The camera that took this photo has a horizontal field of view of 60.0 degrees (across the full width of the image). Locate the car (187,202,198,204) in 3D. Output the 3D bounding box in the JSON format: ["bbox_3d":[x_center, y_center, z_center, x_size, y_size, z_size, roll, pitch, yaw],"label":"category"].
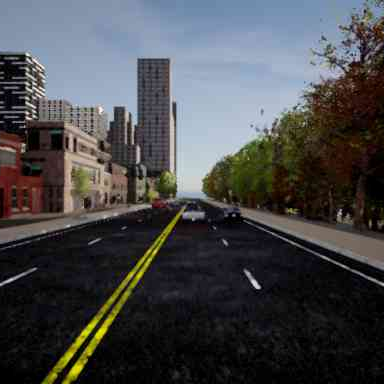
[{"bbox_3d":[0.056,2.085,42.941,1.837,1.490,4.892,0,0,0],"label":"car"}]

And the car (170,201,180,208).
[{"bbox_3d":[-3.240,2.422,64.245,2.033,1.411,5.357,0,-1,0],"label":"car"}]

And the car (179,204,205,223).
[{"bbox_3d":[0.109,2.001,29.566,1.895,1.301,4.718,0,-1,0],"label":"car"}]

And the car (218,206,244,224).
[{"bbox_3d":[3.354,1.941,29.048,2.033,1.411,5.357,0,-1,0],"label":"car"}]

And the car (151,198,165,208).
[{"bbox_3d":[-6.490,2.126,64.060,2.150,2.045,5.566,0,0,0],"label":"car"}]
